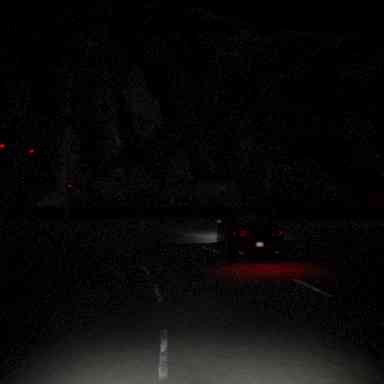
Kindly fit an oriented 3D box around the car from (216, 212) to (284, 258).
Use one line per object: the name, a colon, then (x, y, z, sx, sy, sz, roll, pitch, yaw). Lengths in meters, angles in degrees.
car: (2.086, 1.525, 13.042, 1.882, 1.535, 5.008, -1, 0, -2)
